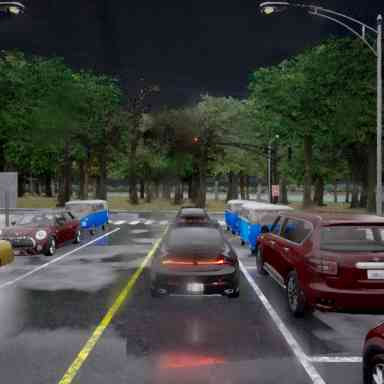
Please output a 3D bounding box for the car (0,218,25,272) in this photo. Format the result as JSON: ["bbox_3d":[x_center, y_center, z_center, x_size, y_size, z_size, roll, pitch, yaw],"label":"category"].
[{"bbox_3d":[-5.766,1.525,7.190,1.752,1.417,4.829,0,0,0],"label":"car"}]

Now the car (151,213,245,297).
[{"bbox_3d":[0.073,1.505,8.535,1.837,1.490,4.892,0,0,0],"label":"car"}]

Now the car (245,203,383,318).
[{"bbox_3d":[2.759,1.315,7.364,2.192,1.841,5.009,0,0,0],"label":"car"}]

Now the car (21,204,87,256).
[{"bbox_3d":[-5.769,1.441,12.797,1.967,1.590,4.097,0,0,0],"label":"car"}]

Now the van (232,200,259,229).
[{"bbox_3d":[2.756,1.342,12.801,1.690,1.788,3.998,0,0,0],"label":"van"}]

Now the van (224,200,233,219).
[{"bbox_3d":[2.753,1.342,18.239,1.690,1.788,3.998,0,0,0],"label":"van"}]

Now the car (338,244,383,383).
[{"bbox_3d":[2.762,1.440,1.926,1.967,1.590,4.097,0,0,0],"label":"car"}]

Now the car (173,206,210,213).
[{"bbox_3d":[0.003,1.506,17.939,1.837,1.490,4.892,0,0,-1],"label":"car"}]

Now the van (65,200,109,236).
[{"bbox_3d":[-5.772,1.342,18.235,1.690,1.788,3.998,0,0,0],"label":"van"}]
